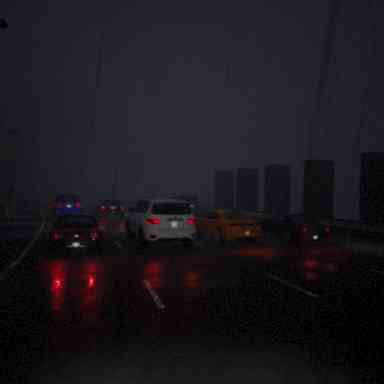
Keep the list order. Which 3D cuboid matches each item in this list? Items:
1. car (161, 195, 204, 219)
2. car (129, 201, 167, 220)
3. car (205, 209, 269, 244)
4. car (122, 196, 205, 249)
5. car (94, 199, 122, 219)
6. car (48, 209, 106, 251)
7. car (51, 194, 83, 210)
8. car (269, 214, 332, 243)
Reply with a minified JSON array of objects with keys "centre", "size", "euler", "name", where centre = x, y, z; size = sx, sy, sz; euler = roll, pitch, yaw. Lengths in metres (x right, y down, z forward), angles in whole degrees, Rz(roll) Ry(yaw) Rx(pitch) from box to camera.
[{"centre":[-1.082,1.387,32.602],"size":[2.150,2.045,5.566],"euler":[1,0,-24],"name":"car"},{"centre":[-4.263,1.650,31.126],"size":[2.033,1.411,5.357],"euler":[1,0,-24],"name":"car"},{"centre":[1.561,1.605,16.745],"size":[1.882,1.535,5.008],"euler":[1,0,-20],"name":"car"},{"centre":[-1.568,1.276,15.137],"size":[2.150,2.045,5.566],"euler":[1,0,-20],"name":"car"},{"centre":[-7.487,1.385,29.767],"size":[2.097,1.767,4.553],"euler":[1,-1,-24],"name":"car"},{"centre":[-4.901,1.592,14.041],"size":[1.895,1.301,4.718],"euler":[1,0,-20],"name":"car"},{"centre":[-10.644,1.184,28.268],"size":[2.150,2.045,5.566],"euler":[1,0,-24],"name":"car"},{"centre":[4.991,1.796,17.555],"size":[1.895,1.301,4.718],"euler":[1,0,-20],"name":"car"}]
